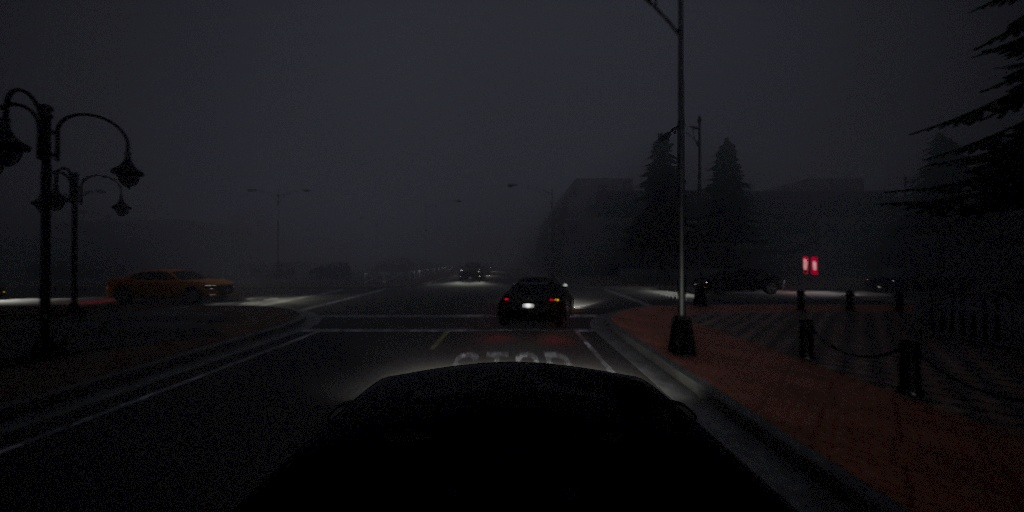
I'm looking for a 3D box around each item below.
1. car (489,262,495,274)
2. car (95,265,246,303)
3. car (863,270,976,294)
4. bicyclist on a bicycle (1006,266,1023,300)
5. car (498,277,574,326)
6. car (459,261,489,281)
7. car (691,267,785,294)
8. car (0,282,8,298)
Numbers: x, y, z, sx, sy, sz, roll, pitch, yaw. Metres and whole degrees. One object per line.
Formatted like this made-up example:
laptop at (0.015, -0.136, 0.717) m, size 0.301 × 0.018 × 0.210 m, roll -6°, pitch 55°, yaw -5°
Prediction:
car at (-3.595, 1.576, 44.512) m, size 2.033 × 1.411 × 5.357 m, roll 0°, pitch 0°, yaw 0°
car at (-15.799, 1.342, 16.789) m, size 5.008 × 1.535 × 1.882 m, roll 0°, pitch 0°, yaw -1°
car at (23.548, 1.489, 20.871) m, size 4.718 × 1.301 × 1.895 m, roll 0°, pitch 0°, yaw 0°
bicyclist on a bicycle at (19.476, 1.140, 13.358) m, size 0.582 × 1.620 × 1.656 m, roll 0°, pitch -1°, yaw -1°
car at (0.903, 1.383, 12.054) m, size 1.994 × 1.385 × 4.181 m, roll 0°, pitch 0°, yaw 13°
car at (-3.589, 1.305, 32.903) m, size 2.097 × 1.767 × 4.553 m, roll 0°, pitch 0°, yaw 0°
car at (12.994, 1.393, 20.765) m, size 4.892 × 1.490 × 1.837 m, roll 0°, pitch 0°, yaw -1°
car at (-26.608, 1.429, 16.682) m, size 4.181 × 1.385 × 1.994 m, roll 0°, pitch 0°, yaw -1°
